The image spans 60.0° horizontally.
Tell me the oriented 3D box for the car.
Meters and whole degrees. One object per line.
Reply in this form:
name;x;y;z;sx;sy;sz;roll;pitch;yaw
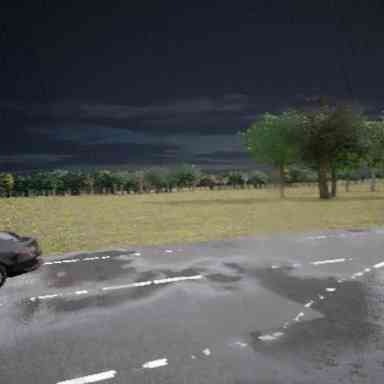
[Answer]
car;-5.983;1.548;7.666;4.674;1.442;1.812;-2;1;-21
